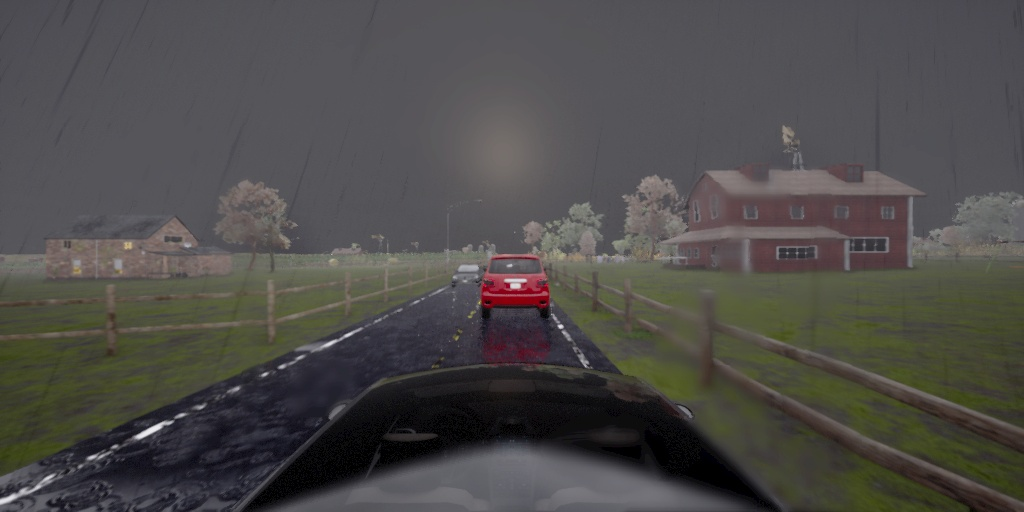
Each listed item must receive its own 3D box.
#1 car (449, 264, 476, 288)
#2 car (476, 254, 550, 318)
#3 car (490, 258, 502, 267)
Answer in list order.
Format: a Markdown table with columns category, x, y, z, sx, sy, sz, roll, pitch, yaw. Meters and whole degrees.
| category | x | y | z | sx | sy | sz | roll | pitch | yaw |
| --- | --- | --- | --- | --- | --- | --- | --- | --- | --- |
| car | -2.848 | 1.257 | 24.017 | 1.812 | 1.442 | 4.674 | 0 | 0 | 0 |
| car | 0.102 | 0.961 | 13.126 | 2.150 | 2.045 | 5.566 | 0 | 0 | 0 |
| car | -2.774 | 1.218 | 64.408 | 1.882 | 1.535 | 5.008 | 0 | 0 | 1 |
